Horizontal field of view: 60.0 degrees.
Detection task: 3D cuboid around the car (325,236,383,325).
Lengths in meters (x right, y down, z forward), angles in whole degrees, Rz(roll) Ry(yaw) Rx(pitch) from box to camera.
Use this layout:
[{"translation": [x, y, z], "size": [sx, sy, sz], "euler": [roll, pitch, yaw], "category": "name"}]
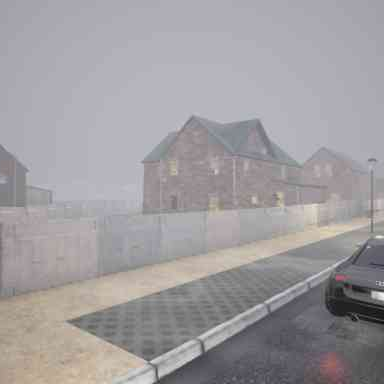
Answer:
[{"translation": [4.225, 1.576, 6.638], "size": [1.994, 1.385, 4.181], "euler": [0, 0, 40], "category": "car"}]
